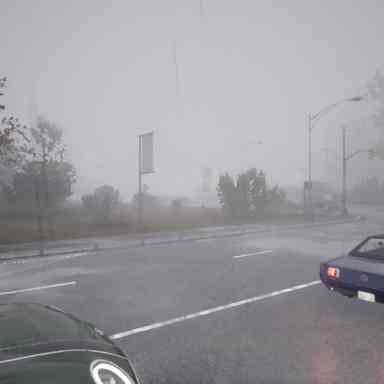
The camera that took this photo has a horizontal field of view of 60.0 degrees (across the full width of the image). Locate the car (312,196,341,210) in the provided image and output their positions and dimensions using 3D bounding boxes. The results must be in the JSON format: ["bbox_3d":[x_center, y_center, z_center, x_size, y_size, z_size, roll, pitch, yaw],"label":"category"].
[{"bbox_3d":[14.461,1.247,37.959,2.128,1.511,4.902,-1,0,-39],"label":"car"}]

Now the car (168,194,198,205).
[{"bbox_3d":[-1.116,1.287,51.857,2.128,1.511,4.902,-1,0,-39],"label":"car"}]

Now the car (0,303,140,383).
[{"bbox_3d":[-2.531,1.352,1.918,4.553,1.767,2.097,0,0,-36],"label":"car"}]

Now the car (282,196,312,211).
[{"bbox_3d":[10.499,1.291,37.311,1.837,1.490,4.892,-1,0,-39],"label":"car"}]

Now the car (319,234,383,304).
[{"bbox_3d":[4.942,1.573,7.254,4.718,1.301,1.895,0,0,-35],"label":"car"}]

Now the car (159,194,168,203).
[{"bbox_3d":[-4.566,1.121,61.851,2.097,1.767,4.553,-1,0,-38],"label":"car"}]
